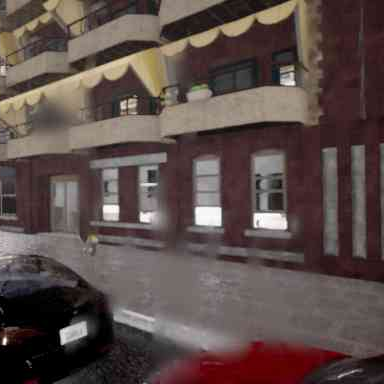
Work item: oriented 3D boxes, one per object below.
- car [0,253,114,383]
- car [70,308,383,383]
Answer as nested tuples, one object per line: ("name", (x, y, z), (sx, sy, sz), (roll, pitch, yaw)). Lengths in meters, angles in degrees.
("car", (-2.989, 1.587, 4.860), (4.313, 1.339, 1.947), (0, -1, 35))
("car", (1.621, 1.543, 1.575), (4.507, 1.381, 1.887), (0, -1, 35))
